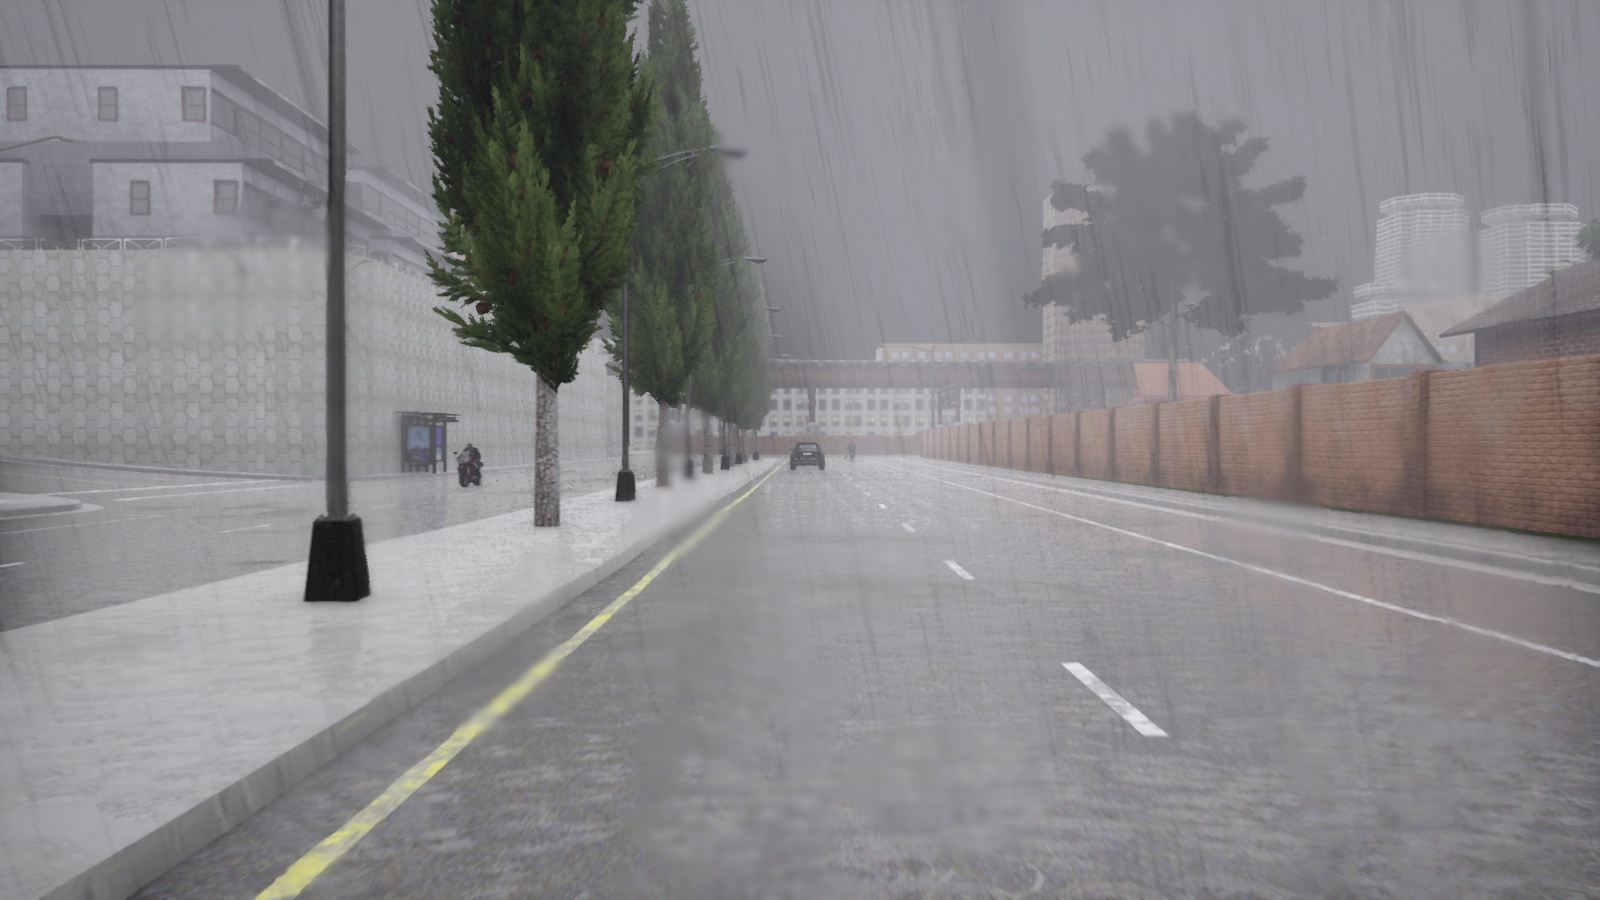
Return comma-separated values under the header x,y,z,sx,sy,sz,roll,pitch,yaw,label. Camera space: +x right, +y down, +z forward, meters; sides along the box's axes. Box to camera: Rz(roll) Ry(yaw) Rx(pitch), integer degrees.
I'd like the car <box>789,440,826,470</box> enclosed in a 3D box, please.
x,y,z,sx,sy,sz,roll,pitch,yaw,label
0.422,0.274,71.550,2.033,1.649,4.856,0,0,0,car

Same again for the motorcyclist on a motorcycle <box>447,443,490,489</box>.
x,y,z,sx,sy,sz,roll,pitch,yaw,label
-11.242,0.518,42.665,0.866,1.530,2.191,0,0,0,motorcyclist on a motorcycle
